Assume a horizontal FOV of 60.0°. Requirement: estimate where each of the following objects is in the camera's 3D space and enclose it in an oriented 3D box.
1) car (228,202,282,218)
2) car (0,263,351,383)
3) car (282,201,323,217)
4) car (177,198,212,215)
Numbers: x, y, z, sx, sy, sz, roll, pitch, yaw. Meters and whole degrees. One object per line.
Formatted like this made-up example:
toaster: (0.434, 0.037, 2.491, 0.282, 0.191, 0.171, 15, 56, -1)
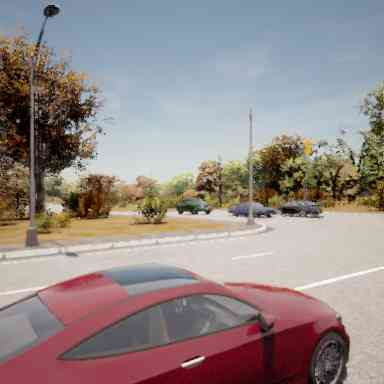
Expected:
car: (5.704, 1.703, 32.233, 2.033, 1.411, 5.357, 0, -1, -33)
car: (-0.263, 1.524, 3.509, 4.674, 1.442, 1.812, 0, 0, -35)
car: (10.109, 1.581, 31.811, 2.128, 1.511, 4.902, 0, -1, -30)
car: (0.207, 1.749, 40.830, 2.150, 2.045, 5.566, 0, -3, -33)
